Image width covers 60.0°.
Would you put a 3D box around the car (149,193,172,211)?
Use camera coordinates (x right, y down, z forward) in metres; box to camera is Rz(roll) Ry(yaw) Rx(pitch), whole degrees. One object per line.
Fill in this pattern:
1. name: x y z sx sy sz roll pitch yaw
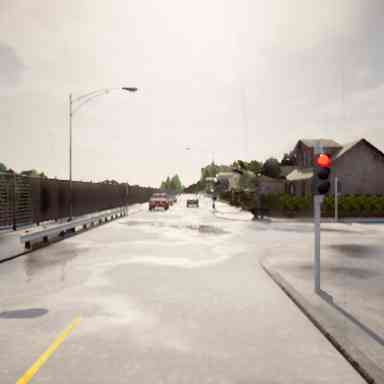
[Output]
1. car: -4.075 1.203 41.732 2.150 2.045 5.566 0 0 0

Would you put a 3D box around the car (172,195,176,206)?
1. car: -4.068 1.329 52.378 2.097 1.767 4.553 0 0 0

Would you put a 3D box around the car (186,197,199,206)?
1. car: 0.114 1.468 52.649 2.128 1.511 4.902 0 0 0
